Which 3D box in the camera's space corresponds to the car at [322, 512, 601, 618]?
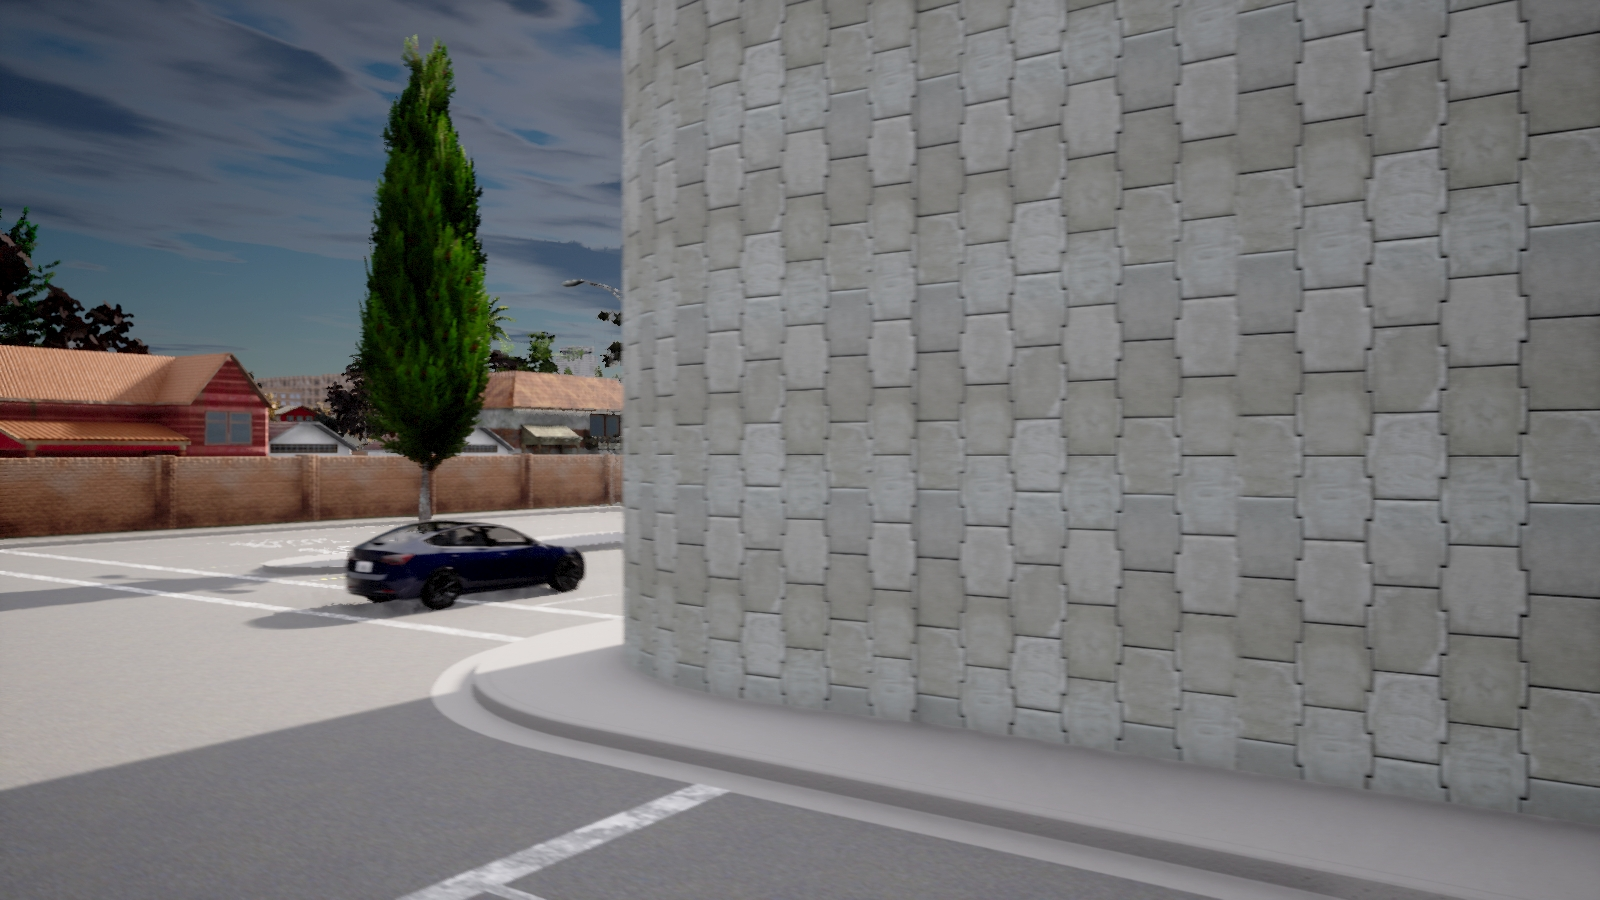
[{"bbox_3d":[-6.260,2.069,21.682,2.163,1.488,4.792,0,0,35],"label":"car"}]
